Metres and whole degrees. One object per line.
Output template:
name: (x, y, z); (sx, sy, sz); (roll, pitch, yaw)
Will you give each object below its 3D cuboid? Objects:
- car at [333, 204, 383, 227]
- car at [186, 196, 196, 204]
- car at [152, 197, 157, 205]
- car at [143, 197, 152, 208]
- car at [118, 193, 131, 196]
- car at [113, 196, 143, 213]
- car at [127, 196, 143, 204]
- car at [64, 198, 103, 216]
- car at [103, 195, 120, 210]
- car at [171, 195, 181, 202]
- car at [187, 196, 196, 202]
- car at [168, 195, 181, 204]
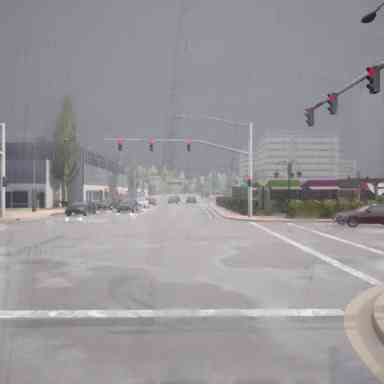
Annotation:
car: (11.762, 1.526, 21.876); (4.674, 1.442, 1.812); (0, 0, 1)
car: (-0.128, 1.491, 64.521); (2.128, 1.511, 4.902); (0, 0, 0)
car: (-7.194, 1.564, 56.775); (1.994, 1.385, 4.181); (0, 0, 0)
car: (-7.187, 1.526, 46.814); (1.812, 1.442, 4.674); (0, 0, 0)
car: (-10.701, 1.221, 52.077); (2.150, 2.045, 5.566); (0, 0, 0)
car: (-7.175, 1.505, 37.629); (1.837, 1.490, 4.892); (0, 0, 0)
car: (-10.675, 1.547, 62.774); (2.033, 1.411, 5.357); (0, 0, 1)
car: (-10.664, 1.547, 32.535); (2.033, 1.411, 5.357); (0, 0, 0)
car: (-10.682, 1.505, 42.091); (1.837, 1.490, 4.892); (0, 0, 0)
car: (-3.649, 1.425, 74.787); (1.994, 1.385, 4.181); (0, 0, 0)
car: (-0.149, 1.468, 74.826); (1.895, 1.301, 4.718); (0, 0, 0)
car: (-3.628, 1.547, 64.514); (2.033, 1.411, 5.357); (0, 0, 0)
